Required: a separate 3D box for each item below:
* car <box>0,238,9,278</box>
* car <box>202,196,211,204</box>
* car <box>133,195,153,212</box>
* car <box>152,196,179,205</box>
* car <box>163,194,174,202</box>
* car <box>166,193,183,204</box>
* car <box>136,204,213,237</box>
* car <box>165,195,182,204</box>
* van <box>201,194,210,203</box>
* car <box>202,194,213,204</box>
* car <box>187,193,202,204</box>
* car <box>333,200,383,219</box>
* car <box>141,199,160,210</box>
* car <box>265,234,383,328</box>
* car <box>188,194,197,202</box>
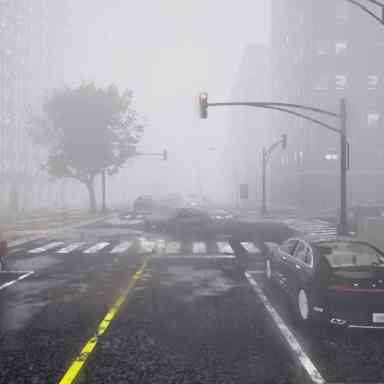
[{"bbox_3d":[-5.673,1.545,6.928,1.887,1.381,4.507,0,0,0],"label":"car"},{"bbox_3d":[2.875,1.578,67.076,1.752,1.417,4.829,0,0,0],"label":"car"},{"bbox_3d":[-5.584,1.336,39.316,2.192,1.841,5.009,0,0,0],"label":"car"},{"bbox_3d":[-2.995,1.568,38.600,2.033,1.411,5.357,0,0,0],"label":"car"},{"bbox_3d":[-5.476,1.386,77.976,2.192,1.841,5.009,0,0,0],"label":"car"},{"bbox_3d":[-2.887,1.264,59.696,2.150,2.045,5.566,0,0,3],"label":"car"},{"bbox_3d":[-0.699,1.569,18.356,1.994,1.385,4.181,0,0,39],"label":"car"},{"bbox_3d":[-2.965,1.578,49.053,2.033,1.411,5.357,0,0,0],"label":"car"},{"bbox_3d":[2.889,1.402,72.430,1.690,1.788,3.998,0,0,0],"label":"van"},{"bbox_3d":[2.859,1.611,61.384,1.947,1.339,4.313,0,0,0],"label":"car"},{"bbox_3d":[0.275,1.266,60.701,2.150,2.045,5.566,0,0,0],"label":"car"},{"bbox_3d":[13.497,1.350,26.280,4.403,1.369,2.008,-1,1,0],"label":"car"},{"bbox_3d":[-5.568,1.592,44.839,1.947,1.339,4.313,0,0,0],"label":"car"},{"bbox_3d":[2.707,1.551,6.904,2.008,1.369,4.403,0,0,0],"label":"car"},{"bbox_3d":[0.219,1.428,78.856,2.097,1.767,4.553,0,0,0],"label":"car"}]
